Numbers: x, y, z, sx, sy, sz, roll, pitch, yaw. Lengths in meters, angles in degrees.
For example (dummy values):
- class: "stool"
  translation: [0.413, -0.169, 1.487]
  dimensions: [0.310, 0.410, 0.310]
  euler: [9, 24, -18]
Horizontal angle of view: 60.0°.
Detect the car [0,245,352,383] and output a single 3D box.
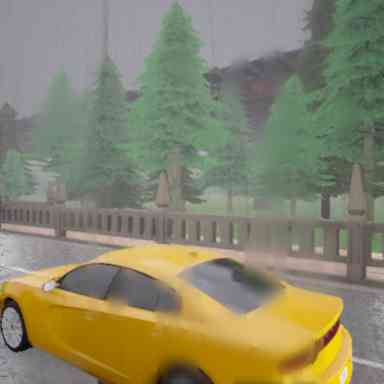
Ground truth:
- class: "car"
  translation: [-0.656, 1.470, 4.438]
  dimensions: [5.008, 1.535, 1.882]
  euler: [0, 0, 36]
